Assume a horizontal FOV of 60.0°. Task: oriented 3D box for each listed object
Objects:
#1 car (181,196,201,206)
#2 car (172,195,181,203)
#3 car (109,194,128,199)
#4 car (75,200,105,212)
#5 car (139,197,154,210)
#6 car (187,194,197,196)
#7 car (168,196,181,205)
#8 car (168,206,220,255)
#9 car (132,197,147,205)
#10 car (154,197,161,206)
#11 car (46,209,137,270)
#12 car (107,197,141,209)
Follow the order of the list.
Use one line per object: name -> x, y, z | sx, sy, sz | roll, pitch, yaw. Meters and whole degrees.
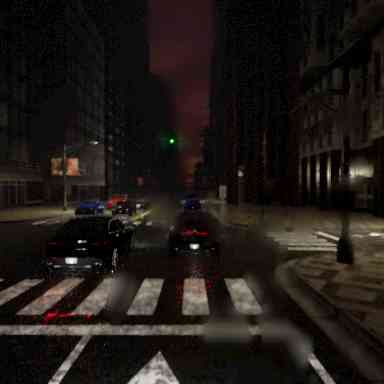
car -> 0.069, 1.527, 38.504 | 1.882, 1.535, 5.008 | 0, 0, 0
car -> -3.306, 1.488, 71.622 | 1.812, 1.442, 4.674 | 0, 0, 0
car -> -9.866, 1.282, 45.207 | 2.150, 2.045, 5.566 | 0, 0, -1
car -> -9.859, 1.518, 32.425 | 1.882, 1.535, 5.008 | 0, 0, -1
car -> -6.616, 1.547, 43.469 | 2.128, 1.511, 4.902 | 0, 0, 0
car -> -0.039, 1.307, 62.319 | 2.150, 2.045, 5.566 | 0, 0, 0
car -> -3.298, 1.645, 61.621 | 1.994, 1.385, 4.181 | 0, 0, 0
car -> 0.087, 1.563, 13.624 | 1.837, 1.490, 4.892 | 0, 0, 0
car -> -9.798, 1.646, 62.467 | 1.994, 1.385, 4.181 | 0, 0, 0
car -> -6.588, 1.581, 58.429 | 1.837, 1.490, 4.892 | 0, 0, 1
car -> -3.156, 1.549, 11.116 | 1.837, 1.490, 4.892 | 0, 0, 0
car -> -6.618, 1.546, 32.886 | 1.837, 1.490, 4.892 | 0, 0, 0
